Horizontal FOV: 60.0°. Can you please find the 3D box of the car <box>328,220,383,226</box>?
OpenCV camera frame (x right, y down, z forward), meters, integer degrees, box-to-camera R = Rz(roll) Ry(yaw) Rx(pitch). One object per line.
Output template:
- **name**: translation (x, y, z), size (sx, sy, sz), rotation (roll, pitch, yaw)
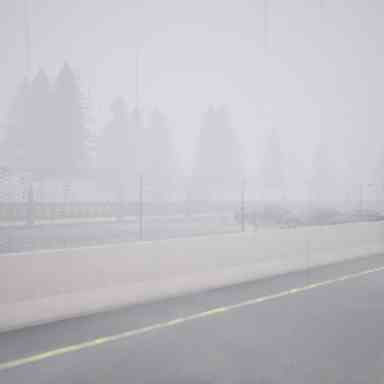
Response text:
- **car**: translation (9.890, 1.722, 19.577), size (4.181, 1.385, 1.994), rotation (1, 0, -35)
